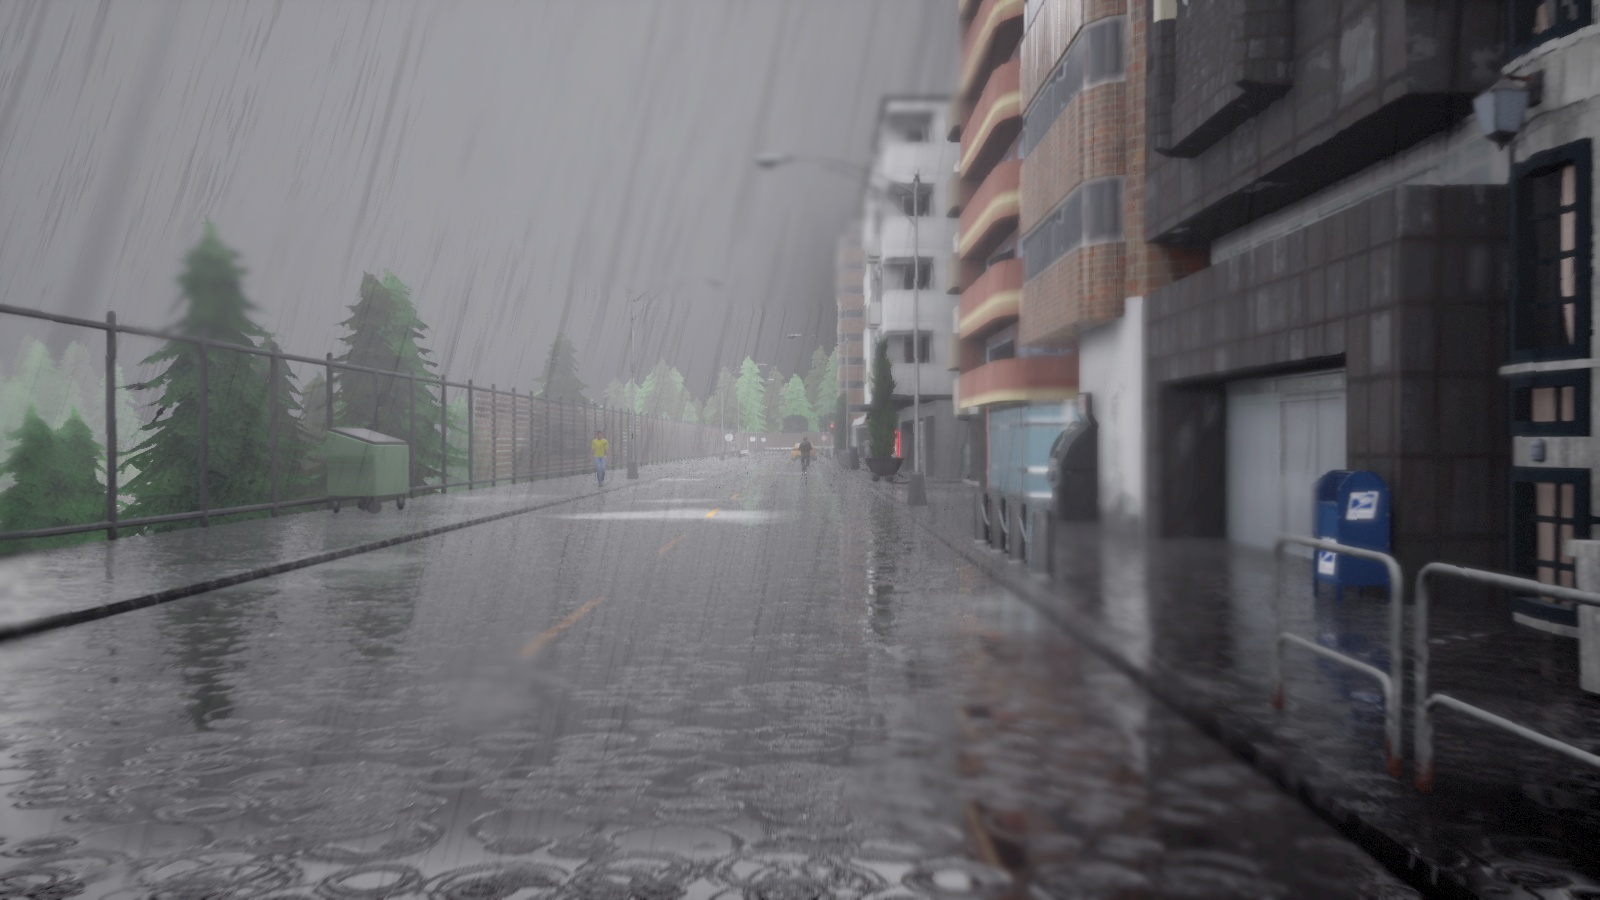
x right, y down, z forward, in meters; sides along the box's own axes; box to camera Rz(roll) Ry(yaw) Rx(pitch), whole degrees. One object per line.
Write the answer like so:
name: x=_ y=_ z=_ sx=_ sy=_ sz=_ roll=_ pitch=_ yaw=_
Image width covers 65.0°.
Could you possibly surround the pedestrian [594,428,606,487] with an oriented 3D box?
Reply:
pedestrian: x=-6.318 y=0.227 z=39.679 sx=0.354 sy=1.836 sz=0.706 roll=0 pitch=0 yaw=-9
